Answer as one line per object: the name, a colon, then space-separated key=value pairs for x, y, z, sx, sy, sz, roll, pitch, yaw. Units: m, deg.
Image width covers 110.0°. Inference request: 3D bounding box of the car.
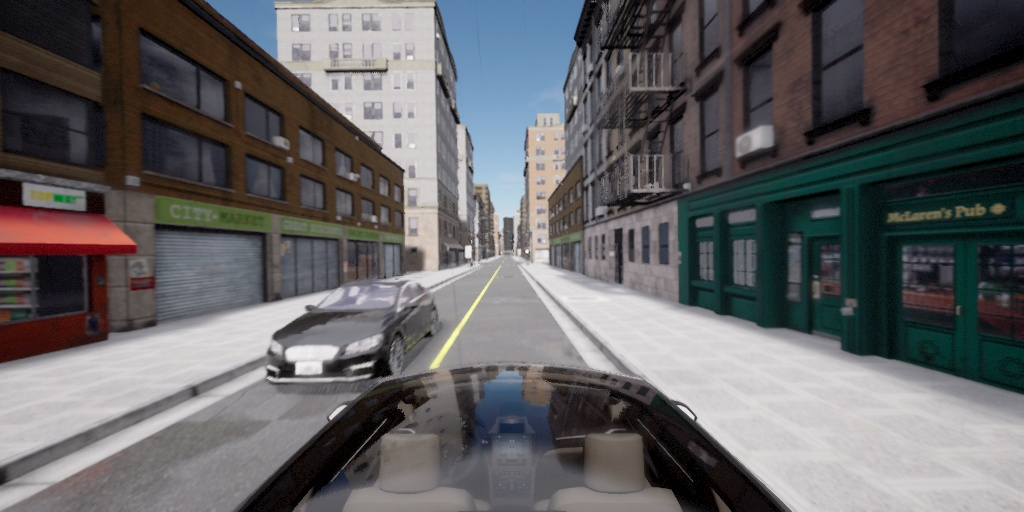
car: x=-2.792 y=1.248 z=7.337 sx=2.128 sy=1.511 sz=4.902 roll=-1 pitch=0 yaw=-1
